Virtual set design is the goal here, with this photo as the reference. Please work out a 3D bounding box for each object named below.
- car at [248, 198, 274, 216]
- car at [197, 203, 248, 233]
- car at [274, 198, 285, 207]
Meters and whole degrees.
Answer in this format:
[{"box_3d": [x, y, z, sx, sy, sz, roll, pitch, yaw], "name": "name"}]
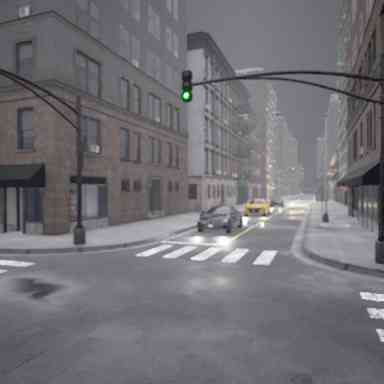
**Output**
[{"box_3d": [6.402, 1.434, 32.200, 1.882, 1.535, 5.008, 0, 0, 20], "name": "car"}, {"box_3d": [1.780, 1.509, 19.642, 1.812, 1.442, 4.674, 0, 0, 20], "name": "car"}, {"box_3d": [12.171, 1.488, 47.729, 1.994, 1.385, 4.181, 0, 0, 21], "name": "car"}]
